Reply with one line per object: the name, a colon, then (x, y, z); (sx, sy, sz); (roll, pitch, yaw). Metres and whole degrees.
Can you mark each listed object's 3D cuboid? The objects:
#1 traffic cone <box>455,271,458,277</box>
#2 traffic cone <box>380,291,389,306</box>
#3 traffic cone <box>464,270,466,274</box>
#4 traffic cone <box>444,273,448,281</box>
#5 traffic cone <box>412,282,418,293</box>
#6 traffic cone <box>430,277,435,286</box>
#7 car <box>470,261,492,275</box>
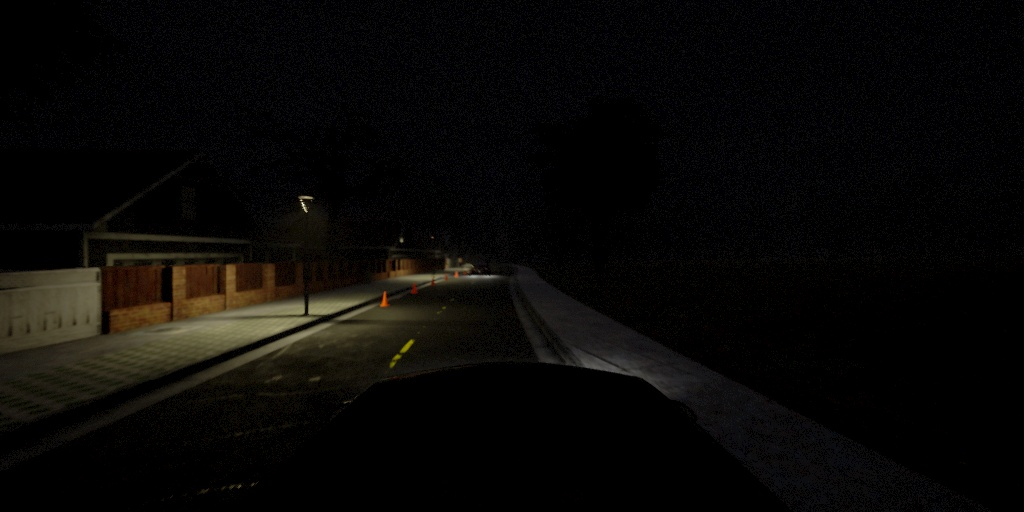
traffic cone: (-5.358, 1.728, 34.692); (0.340, 0.580, 0.340); (0, 0, 1)
traffic cone: (-5.147, 1.719, 14.534); (0.340, 0.580, 0.340); (0, 0, -2)
traffic cone: (-5.206, 1.733, 39.725); (0.340, 0.580, 0.340); (0, 0, 2)
traffic cone: (-5.428, 1.726, 29.652); (0.340, 0.580, 0.340); (0, 0, 0)
traffic cone: (-5.323, 1.721, 19.571); (0.340, 0.580, 0.340); (0, 0, -2)
traffic cone: (-5.416, 1.724, 24.611); (0.340, 0.580, 0.340); (0, 0, -1)
car: (-3.269, 1.302, 38.874); (1.812, 1.442, 4.674); (0, 0, 2)
